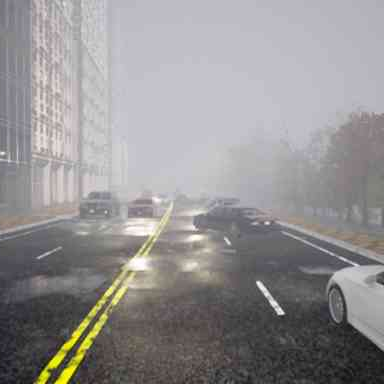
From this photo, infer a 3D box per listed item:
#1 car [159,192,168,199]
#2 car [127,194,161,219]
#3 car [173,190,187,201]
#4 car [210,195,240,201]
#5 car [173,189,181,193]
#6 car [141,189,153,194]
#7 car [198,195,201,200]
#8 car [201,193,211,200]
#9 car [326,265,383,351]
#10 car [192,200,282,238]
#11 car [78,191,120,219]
[{"bbox_3d":[-5.722,0.774,66.614,1.994,1.385,4.181,0,1,-4],"label":"car"},{"bbox_3d":[-3.745,1.185,25.647,1.882,1.535,5.008,0,1,-2],"label":"car"},{"bbox_3d":[-1.903,0.877,58.982,1.994,1.385,4.181,0,1,-3],"label":"car"},{"bbox_3d":[2.862,1.208,25.996,2.163,1.488,4.792,0,1,-2],"label":"car"},{"bbox_3d":[-3.517,0.215,80.429,2.150,2.045,5.566,0,1,-5],"label":"car"},{"bbox_3d":[-8.975,0.443,66.664,2.150,2.045,5.566,0,1,-4],"label":"car"},{"bbox_3d":[1.970,0.937,48.059,2.128,1.511,4.902,0,1,-3],"label":"car"},{"bbox_3d":[2.480,1.123,37.016,2.033,1.411,5.357,0,1,-2],"label":"car"},{"bbox_3d":[3.240,1.482,3.858,1.812,1.442,4.674,0,1,0],"label":"car"},{"bbox_3d":[1.998,1.361,16.515,2.033,1.411,5.357,0,1,-29],"label":"car"},{"bbox_3d":[-6.996,0.926,25.711,2.150,2.045,5.566,0,1,-2],"label":"car"}]
